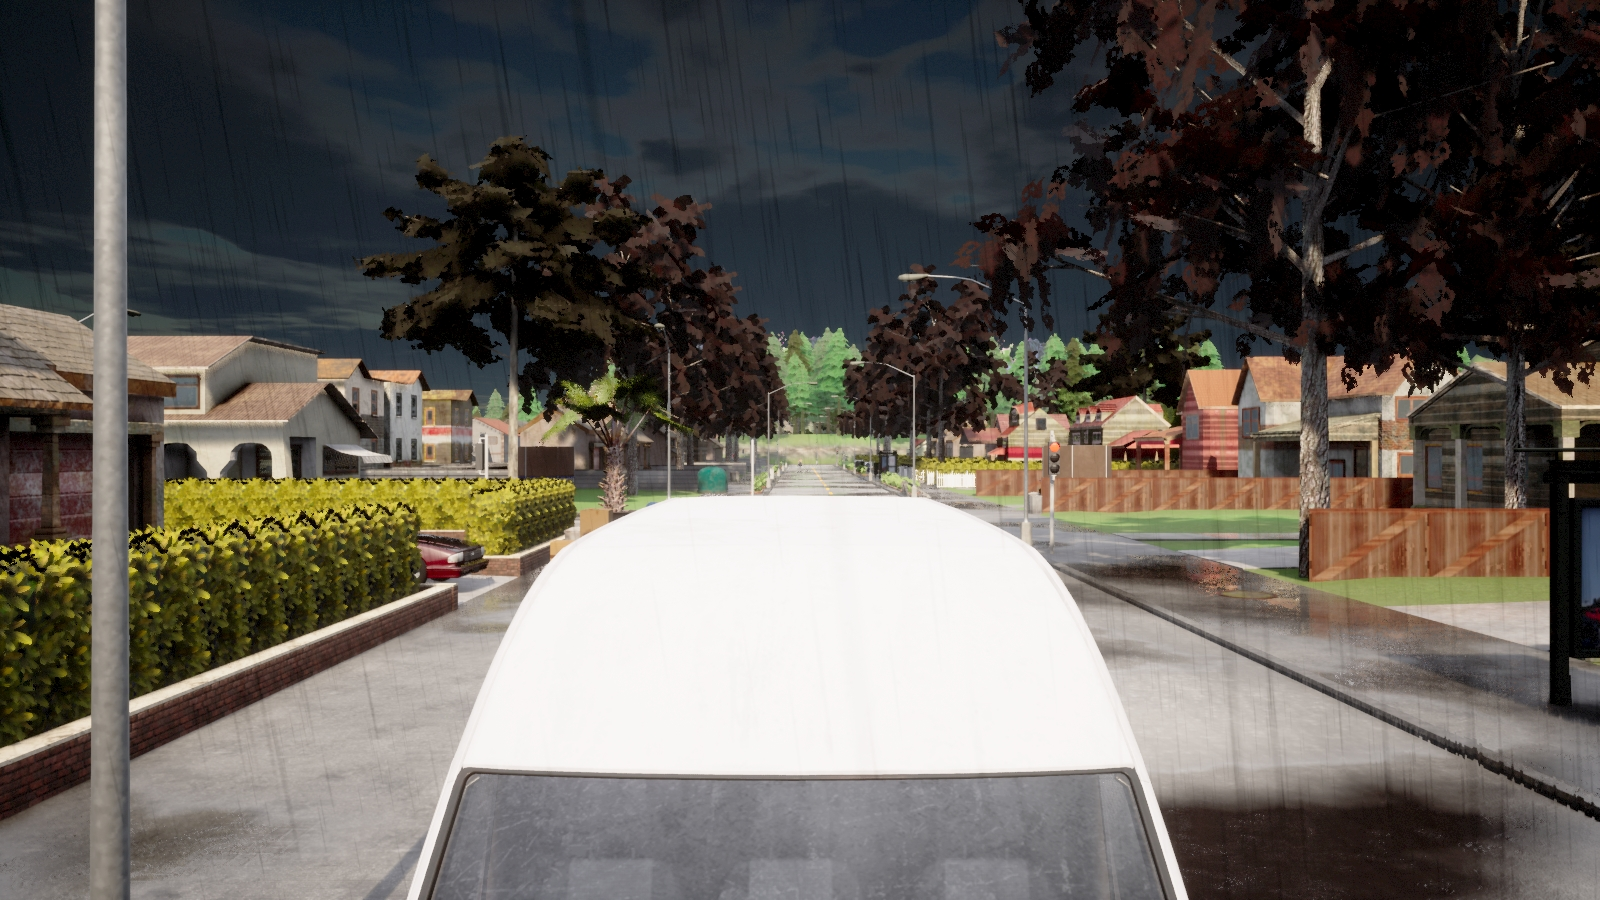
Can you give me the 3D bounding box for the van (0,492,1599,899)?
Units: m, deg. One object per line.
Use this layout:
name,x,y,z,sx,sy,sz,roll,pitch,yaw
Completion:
van,0.002,1.537,4.030,1.988,2.561,5.915,0,0,0
